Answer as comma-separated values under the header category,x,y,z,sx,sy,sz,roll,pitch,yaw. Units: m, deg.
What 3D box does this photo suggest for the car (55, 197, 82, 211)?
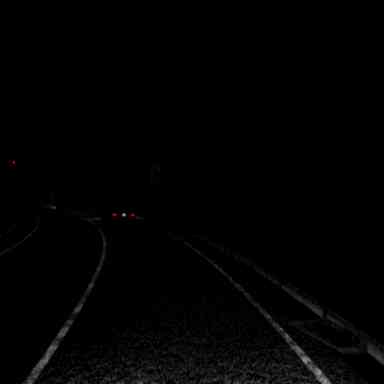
category,x,y,z,sx,sy,sz,roll,pitch,yaw
car,-14.508,1.324,38.973,2.128,1.511,4.902,4,-2,-38

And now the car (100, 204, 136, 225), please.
category,x,y,z,sx,sy,sz,roll,pitch,yaw
car,-5.451,1.550,24.183,2.033,1.411,5.357,2,-1,-23
